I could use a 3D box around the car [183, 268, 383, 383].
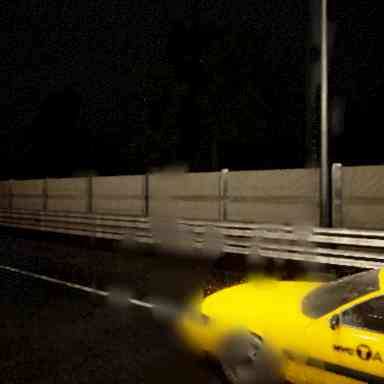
[{"bbox_3d":[2.390,1.455,3.453,5.366,1.575,1.801,0,0,36],"label":"car"}]
